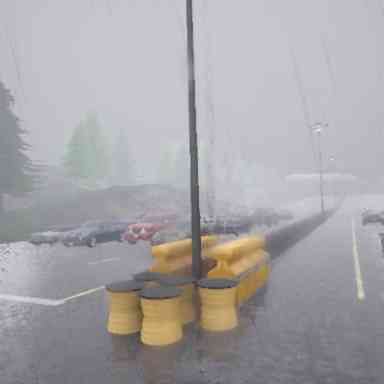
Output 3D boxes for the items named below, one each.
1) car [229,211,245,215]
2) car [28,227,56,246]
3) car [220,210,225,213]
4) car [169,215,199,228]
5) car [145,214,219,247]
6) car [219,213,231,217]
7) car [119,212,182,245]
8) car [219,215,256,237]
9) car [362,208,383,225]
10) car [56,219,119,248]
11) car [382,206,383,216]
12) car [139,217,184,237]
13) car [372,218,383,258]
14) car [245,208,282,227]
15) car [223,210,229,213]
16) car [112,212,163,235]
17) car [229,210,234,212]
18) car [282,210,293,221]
[{"bbox_3d":[6.299,3.411,41.252,1.895,1.301,4.718,-3,-3,26],"label":"car"},{"bbox_3d":[-9.504,3.151,24.503,1.895,1.301,4.718,-3,-3,25],"label":"car"},{"bbox_3d":[1.832,3.390,40.055,1.882,1.535,5.008,-3,-3,26],"label":"car"},{"bbox_3d":[-0.932,3.706,42.357,1.895,1.301,4.718,-3,-3,26],"label":"car"},{"bbox_3d":[-0.418,2.360,19.208,2.097,1.767,4.553,-3,-3,25],"label":"car"},{"bbox_3d":[1.899,3.084,32.125,1.812,1.442,4.674,-3,-3,25],"label":"car"},{"bbox_3d":[-2.333,2.490,23.351,2.150,2.045,5.566,-3,-3,25],"label":"car"},{"bbox_3d":[3.460,2.880,27.310,1.895,1.301,4.718,-3,-3,26],"label":"car"},{"bbox_3d":[18.947,2.632,34.867,1.812,1.442,4.674,-3,-3,26],"label":"car"},{"bbox_3d":[-6.521,2.719,22.657,2.097,1.767,4.553,-3,-3,25],"label":"car"},{"bbox_3d":[30.632,2.888,51.333,1.994,1.385,4.181,-3,-2,26],"label":"car"},{"bbox_3d":[-2.706,3.138,30.636,1.837,1.490,4.892,-3,-3,26],"label":"car"},{"bbox_3d":[7.926,1.880,11.810,2.128,1.511,4.902,-3,-3,25],"label":"car"},{"bbox_3d":[8.069,2.786,36.910,2.150,2.045,5.566,-3,-3,25],"label":"car"},{"bbox_3d":[5.856,3.758,56.297,2.128,1.511,4.902,-3,-2,26],"label":"car"},{"bbox_3d":[-5.328,3.065,33.290,2.150,2.045,5.566,-3,-3,26],"label":"car"},{"bbox_3d":[8.138,3.763,52.994,2.033,1.411,5.357,-3,-2,26],"label":"car"},{"bbox_3d":[13.149,3.295,47.357,1.882,1.535,5.008,-3,-2,26],"label":"car"}]
